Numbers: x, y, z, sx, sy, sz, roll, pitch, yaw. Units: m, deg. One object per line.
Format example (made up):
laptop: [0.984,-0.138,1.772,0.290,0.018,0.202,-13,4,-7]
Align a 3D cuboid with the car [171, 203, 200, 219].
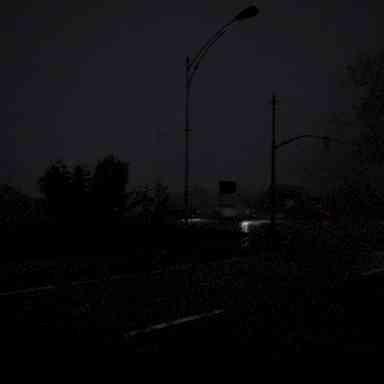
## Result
car: [-1.555,1.726,31.577,2.033,1.411,5.357,1,0,-39]

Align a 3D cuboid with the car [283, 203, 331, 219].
car: [11.186,1.821,32.653,1.812,1.442,4.674,1,0,-39]

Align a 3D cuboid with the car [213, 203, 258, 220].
car: [3.881,1.744,30.407,1.812,1.442,4.674,1,0,-39]
